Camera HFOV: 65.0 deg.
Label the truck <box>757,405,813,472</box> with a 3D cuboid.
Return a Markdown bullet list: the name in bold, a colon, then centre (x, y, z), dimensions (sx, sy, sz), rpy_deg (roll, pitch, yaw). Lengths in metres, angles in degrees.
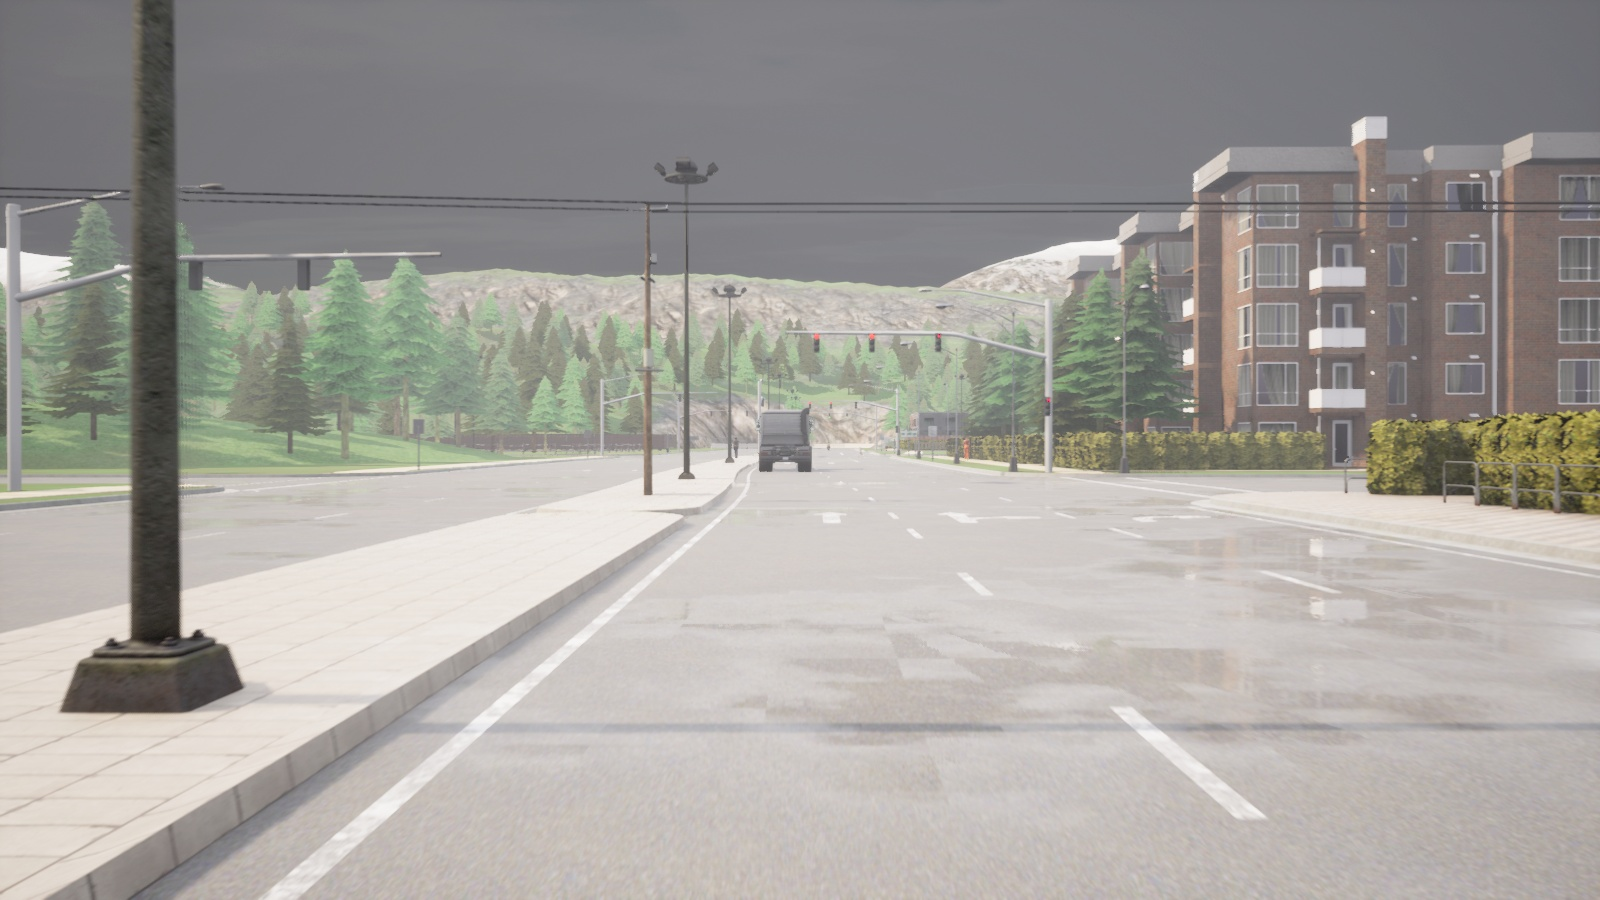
- **truck**: centre (-0.820, -0.622, 68.434), dimensions (2.891, 3.462, 7.936), rpy_deg (0, 0, -1)
